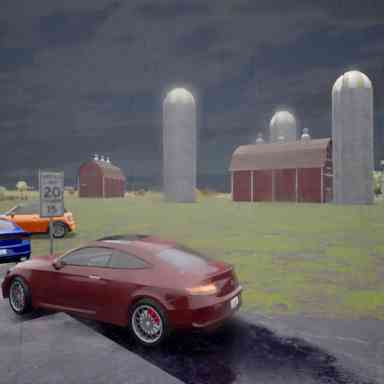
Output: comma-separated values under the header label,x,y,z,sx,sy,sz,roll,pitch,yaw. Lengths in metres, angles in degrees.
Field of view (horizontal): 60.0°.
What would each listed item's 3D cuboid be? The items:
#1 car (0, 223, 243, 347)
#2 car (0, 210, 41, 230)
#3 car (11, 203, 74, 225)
label,x,y,z,sx,sy,sz,roll,pitch,yaw
car,-1.398,1.529,6.173,4.674,1.442,1.812,0,0,27
car,-6.957,1.481,10.741,5.008,1.535,1.882,0,0,43
car,-8.384,1.371,16.852,4.553,1.767,2.097,0,0,-16
